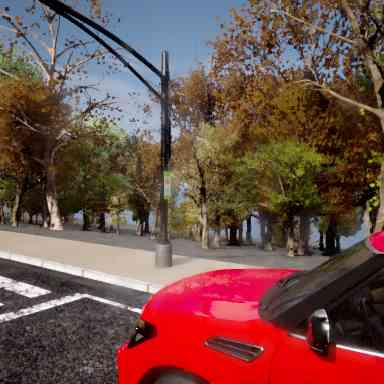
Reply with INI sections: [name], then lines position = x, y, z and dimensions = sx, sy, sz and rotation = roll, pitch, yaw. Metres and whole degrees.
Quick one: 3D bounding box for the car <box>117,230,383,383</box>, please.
[car]
position = 1.997, 1.222, 2.289
dimensions = 5.566, 2.045, 2.150
rotation = 0, 0, 34
